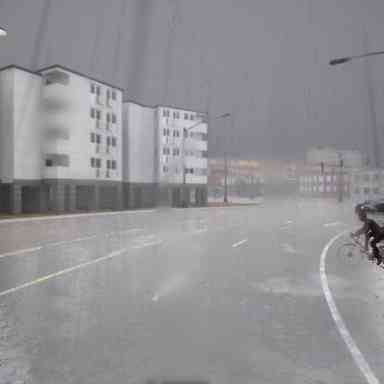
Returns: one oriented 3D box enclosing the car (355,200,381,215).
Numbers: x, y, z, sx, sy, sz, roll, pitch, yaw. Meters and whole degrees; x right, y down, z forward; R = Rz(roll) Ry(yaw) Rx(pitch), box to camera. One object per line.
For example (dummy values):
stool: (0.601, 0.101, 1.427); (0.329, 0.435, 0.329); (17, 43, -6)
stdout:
car: (18.804, 1.551, 34.506); (4.181, 1.385, 1.994); (0, 0, -33)

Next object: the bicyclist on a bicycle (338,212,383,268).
bicyclist on a bicycle: (5.196, 1.428, 9.799); (1.656, 1.620, 0.582); (0, 0, 23)

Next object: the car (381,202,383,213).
car: (20.223, 1.493, 31.246); (4.892, 1.490, 1.837); (0, 0, -34)
